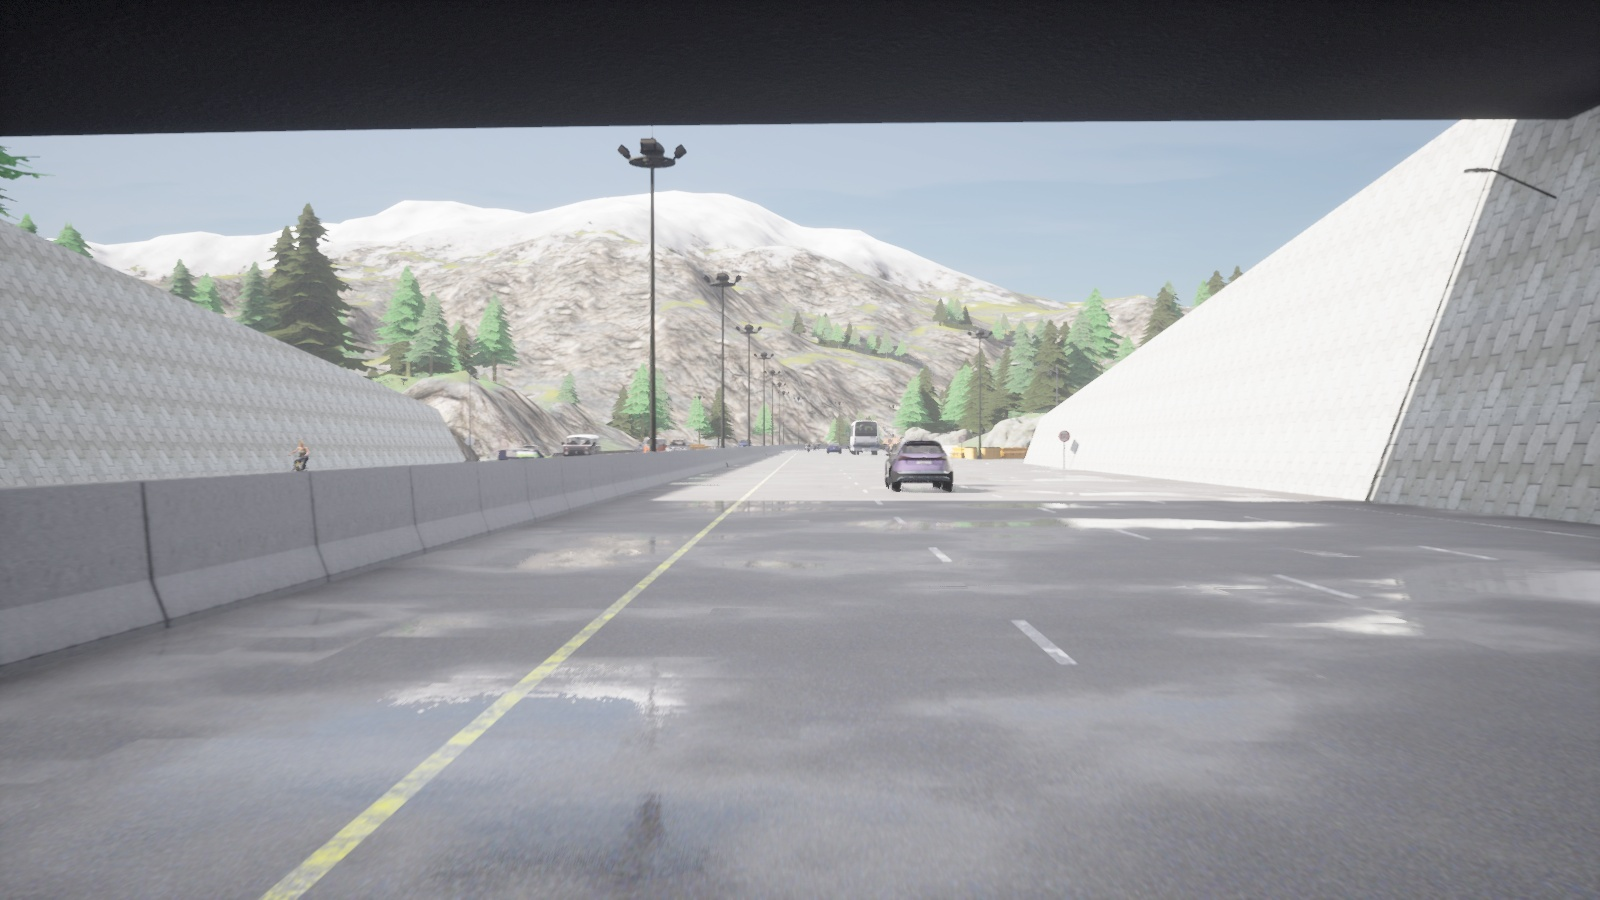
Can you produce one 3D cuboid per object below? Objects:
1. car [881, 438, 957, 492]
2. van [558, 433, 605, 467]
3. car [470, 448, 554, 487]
[{"bbox_3d":[3.778,0.451,40.542,2.033,1.649,4.856,0,0,0],"label":"car"},{"bbox_3d":[-13.470,0.024,77.644,2.069,2.038,4.480,0,0,0],"label":"van"},{"bbox_3d":[-10.194,0.586,44.753,1.895,1.301,4.718,0,0,0],"label":"car"}]
